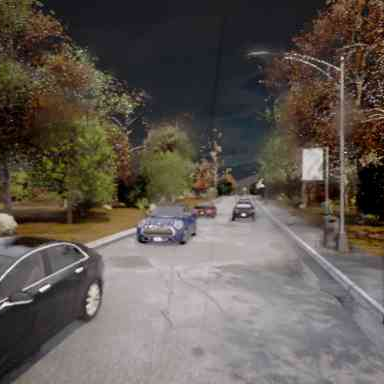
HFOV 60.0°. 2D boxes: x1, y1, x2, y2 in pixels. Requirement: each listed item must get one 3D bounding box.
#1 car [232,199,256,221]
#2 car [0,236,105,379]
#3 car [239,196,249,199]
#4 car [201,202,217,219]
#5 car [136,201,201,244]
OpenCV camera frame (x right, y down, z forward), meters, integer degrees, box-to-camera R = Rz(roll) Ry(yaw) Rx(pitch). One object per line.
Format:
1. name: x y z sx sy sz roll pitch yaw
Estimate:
1. car: 4.353 1.588 27.935 1.812 1.442 4.674 1 0 9
2. car: -2.796 1.460 4.561 1.837 1.490 4.892 1 0 8
3. car: 7.846 1.423 50.081 2.128 1.511 4.902 1 1 9
4. car: 1.159 1.558 29.677 1.994 1.385 4.181 1 1 10
5. car: -1.048 1.351 15.808 2.097 1.767 4.553 1 0 9
